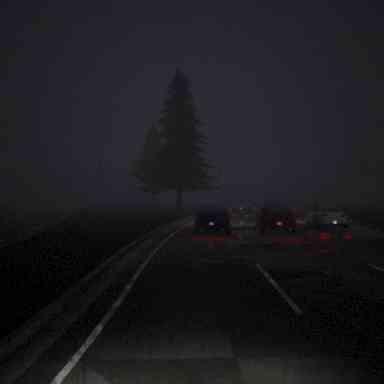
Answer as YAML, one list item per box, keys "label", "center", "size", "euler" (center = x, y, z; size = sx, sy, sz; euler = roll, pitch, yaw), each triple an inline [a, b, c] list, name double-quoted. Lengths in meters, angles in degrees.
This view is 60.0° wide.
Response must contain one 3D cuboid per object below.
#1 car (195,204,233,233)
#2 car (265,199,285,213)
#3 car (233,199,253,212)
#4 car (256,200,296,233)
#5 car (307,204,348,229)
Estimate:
- label: "car"
  center: [1.309, 1.462, 19.487]
  size: [1.882, 1.535, 5.008]
  euler: [0, 0, 7]
- label: "car"
  center: [9.292, 1.559, 37.272]
  size: [1.994, 1.385, 4.181]
  euler: [0, 0, 15]
- label: "car"
  center: [5.779, 1.508, 37.728]
  size: [1.812, 1.442, 4.674]
  euler: [0, 0, 15]
- label: "car"
  center: [4.849, 1.475, 19.610]
  size: [1.882, 1.535, 5.008]
  euler: [0, 0, 8]
- label: "car"
  center: [8.742, 1.535, 21.655]
  size: [1.812, 1.442, 4.674]
  euler: [0, 0, 10]
